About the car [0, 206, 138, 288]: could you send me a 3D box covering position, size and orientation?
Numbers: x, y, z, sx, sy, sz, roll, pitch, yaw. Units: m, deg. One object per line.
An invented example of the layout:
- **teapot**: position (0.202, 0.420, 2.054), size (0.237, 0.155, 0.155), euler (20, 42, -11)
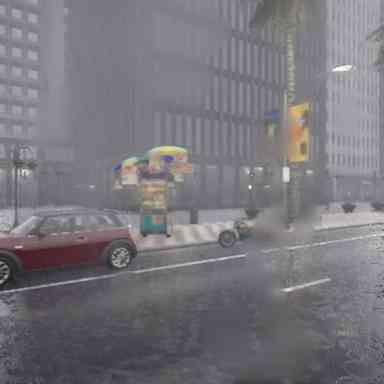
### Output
- **car**: position (-3.886, 1.316, 9.198), size (4.553, 1.767, 2.185), euler (0, 0, -35)
